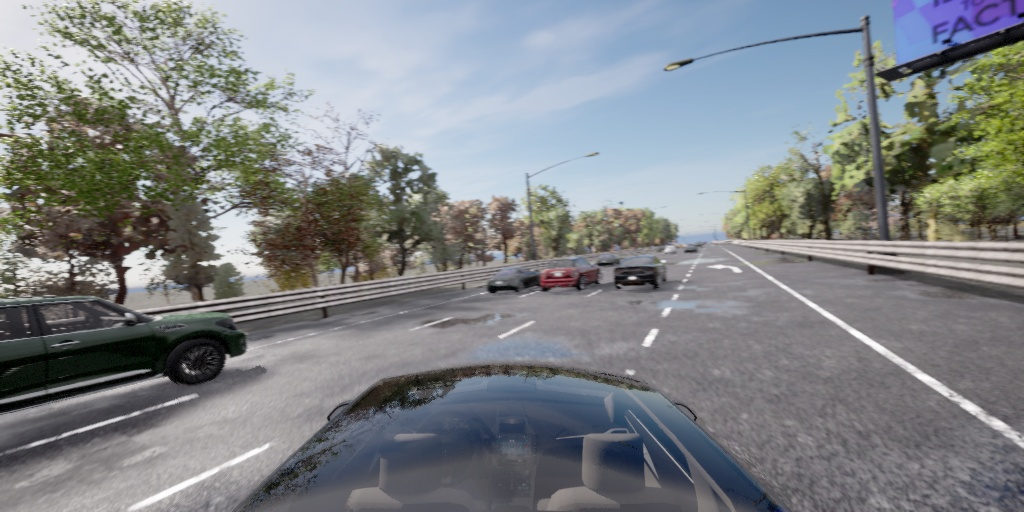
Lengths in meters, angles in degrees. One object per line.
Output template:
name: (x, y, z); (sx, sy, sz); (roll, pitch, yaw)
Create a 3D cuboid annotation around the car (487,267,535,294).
car: (0.283, 1.318, 20.973); (1.994, 1.385, 4.181); (-5, 0, 29)

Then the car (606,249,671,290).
car: (6.327, 0.692, 17.490); (1.882, 1.535, 5.008); (-5, 0, 29)

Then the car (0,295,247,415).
car: (-7.978, 1.679, 6.066); (2.150, 2.045, 5.566); (-5, 0, 29)

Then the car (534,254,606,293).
car: (3.257, 0.839, 19.171); (2.097, 1.767, 4.553); (-5, 0, 29)
